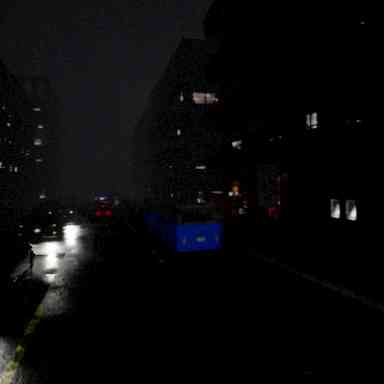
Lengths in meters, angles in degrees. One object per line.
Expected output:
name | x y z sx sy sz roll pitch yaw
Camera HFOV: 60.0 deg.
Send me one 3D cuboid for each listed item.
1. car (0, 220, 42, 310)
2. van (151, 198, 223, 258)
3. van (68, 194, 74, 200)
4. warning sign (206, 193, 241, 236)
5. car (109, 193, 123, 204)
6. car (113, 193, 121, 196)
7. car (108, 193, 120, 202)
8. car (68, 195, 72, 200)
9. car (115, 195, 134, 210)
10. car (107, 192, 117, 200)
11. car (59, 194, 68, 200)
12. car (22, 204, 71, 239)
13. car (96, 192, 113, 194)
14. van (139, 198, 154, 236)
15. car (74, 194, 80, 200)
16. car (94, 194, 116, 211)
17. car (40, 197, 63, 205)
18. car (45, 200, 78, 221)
car | -4.869 1.595 7.419 1.994 1.385 4.181 -1 0 -16
van | -0.229 1.251 12.261 1.690 1.788 3.998 -2 1 -16
van | -20.385 1.307 53.182 1.690 1.788 3.998 -2 1 -16
warning sign | 1.420 0.973 15.255 1.300 1.860 1.060 0 1 -16
car | -13.857 1.105 60.803 2.192 1.841 5.009 -2 1 -16
car | -10.868 1.342 50.182 1.752 1.417 4.829 -2 1 -16
car | -16.885 1.080 71.590 2.192 1.841 5.009 -2 1 -16
car | -18.864 1.530 47.791 2.008 1.369 4.403 -2 1 -16
car | -7.792 1.425 39.232 1.802 1.307 4.206 -2 1 -16
car | -19.913 1.054 82.378 2.192 1.841 5.009 -2 1 -16
car | -17.354 1.432 42.396 1.967 1.590 4.097 -2 1 -16
car | -7.557 1.571 17.006 1.994 1.385 4.181 -1 0 -16
car | -13.342 1.088 49.422 2.150 2.045 5.566 -1 0 -16
van | -1.743 1.238 17.655 1.690 1.788 3.998 -2 1 -16
car | -23.436 1.255 63.963 2.192 1.841 5.009 -2 1 -16
car | -10.601 1.382 39.686 2.128 1.511 4.902 -1 0 -16
car | -15.835 1.587 37.005 1.802 1.307 4.206 -2 1 -16
car | -10.257 1.583 26.663 1.895 1.301 4.718 -1 0 -16
